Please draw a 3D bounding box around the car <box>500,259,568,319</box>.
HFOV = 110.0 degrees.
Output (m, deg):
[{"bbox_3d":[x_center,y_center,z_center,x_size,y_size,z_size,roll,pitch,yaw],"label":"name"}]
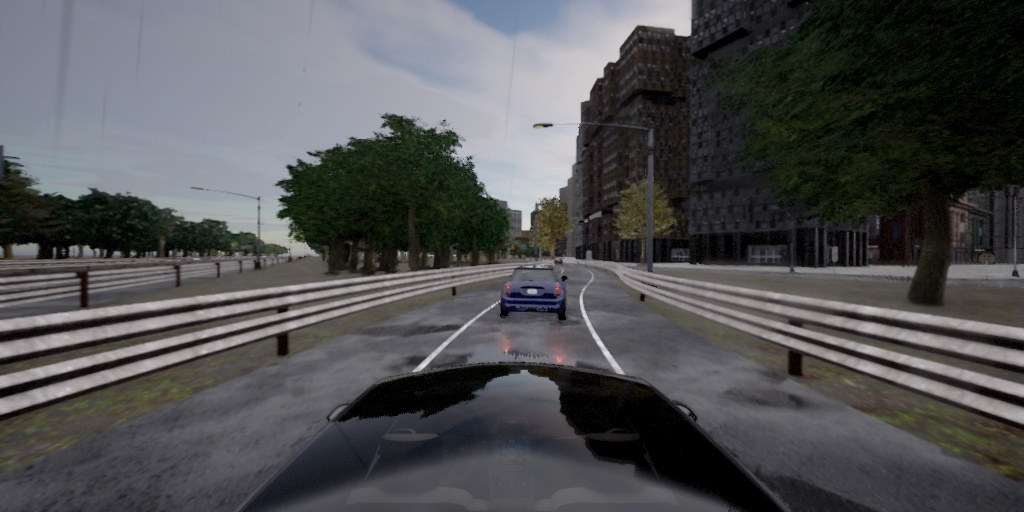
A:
[{"bbox_3d":[0.927,1.107,13.054,2.097,1.767,4.553,1,0,8],"label":"car"}]
